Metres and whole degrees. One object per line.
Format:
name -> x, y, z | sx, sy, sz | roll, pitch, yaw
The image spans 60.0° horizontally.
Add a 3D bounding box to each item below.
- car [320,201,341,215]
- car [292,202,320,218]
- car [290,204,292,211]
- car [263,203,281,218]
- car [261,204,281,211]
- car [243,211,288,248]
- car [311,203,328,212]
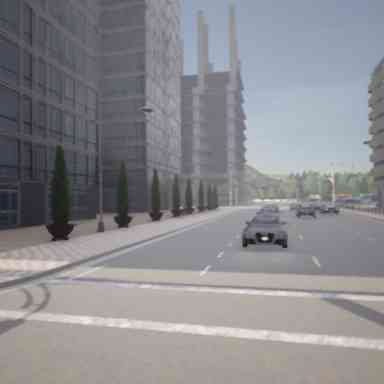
car -> 17.870, 2.254, 43.358 | 1.895, 1.301, 4.718 | -1, -1, 15
car -> 12.986, 2.098, 38.149 | 2.128, 1.511, 4.902 | -1, -1, 14
car -> 17.359, 2.450, 55.448 | 2.033, 1.411, 5.357 | -1, -1, 14
car -> 9.570, 2.156, 39.632 | 1.882, 1.535, 5.008 | -1, -1, 14
car -> 6.230, 1.946, 26.546 | 2.128, 1.511, 4.902 | -1, -1, 14
car -> 3.614, 1.842, 16.237 | 1.994, 1.385, 4.181 | -1, -1, 14
car -> 20.251, 2.419, 52.962 | 1.895, 1.301, 4.718 | -1, -1, 14
